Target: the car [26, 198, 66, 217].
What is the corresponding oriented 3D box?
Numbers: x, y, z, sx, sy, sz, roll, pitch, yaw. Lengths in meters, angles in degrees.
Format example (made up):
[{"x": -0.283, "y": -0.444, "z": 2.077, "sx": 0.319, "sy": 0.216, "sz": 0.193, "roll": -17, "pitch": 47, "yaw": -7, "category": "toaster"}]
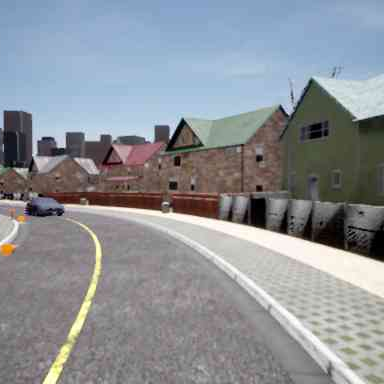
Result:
[{"x": -11.896, "y": 1.174, "z": 26.805, "sx": 2.033, "sy": 1.411, "sz": 5.357, "roll": -1, "pitch": 1, "yaw": -39, "category": "car"}]
